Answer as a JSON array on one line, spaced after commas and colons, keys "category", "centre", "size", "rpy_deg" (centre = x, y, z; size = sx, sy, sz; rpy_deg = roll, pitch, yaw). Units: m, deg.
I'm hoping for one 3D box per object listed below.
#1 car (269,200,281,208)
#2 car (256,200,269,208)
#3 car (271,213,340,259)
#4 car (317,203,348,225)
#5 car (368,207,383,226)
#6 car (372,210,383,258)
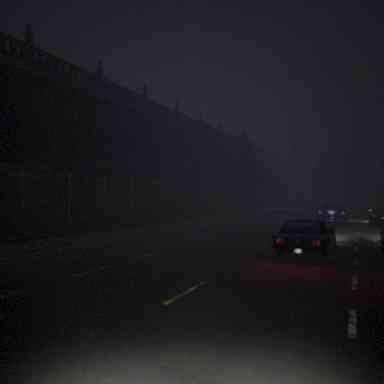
[{"category": "car", "centre": [14.186, 2.139, 61.582], "size": [1.882, 1.535, 5.008], "rpy_deg": [1, -1, -38]}, {"category": "car", "centre": [10.974, 2.248, 60.001], "size": [1.895, 1.301, 4.718], "rpy_deg": [0, -1, -39]}, {"category": "car", "centre": [4.628, 1.744, 13.332], "size": [1.895, 1.301, 4.718], "rpy_deg": [0, -1, 27]}, {"category": "car", "centre": [11.432, 1.636, 26.898], "size": [2.097, 1.767, 4.553], "rpy_deg": [0, -1, 27]}, {"category": "car", "centre": [14.555, 1.829, 25.313], "size": [1.994, 1.385, 4.181], "rpy_deg": [0, -1, 27]}, {"category": "car", "centre": [7.875, 1.618, 11.995], "size": [2.128, 1.511, 4.902], "rpy_deg": [0, -1, 27]}]
